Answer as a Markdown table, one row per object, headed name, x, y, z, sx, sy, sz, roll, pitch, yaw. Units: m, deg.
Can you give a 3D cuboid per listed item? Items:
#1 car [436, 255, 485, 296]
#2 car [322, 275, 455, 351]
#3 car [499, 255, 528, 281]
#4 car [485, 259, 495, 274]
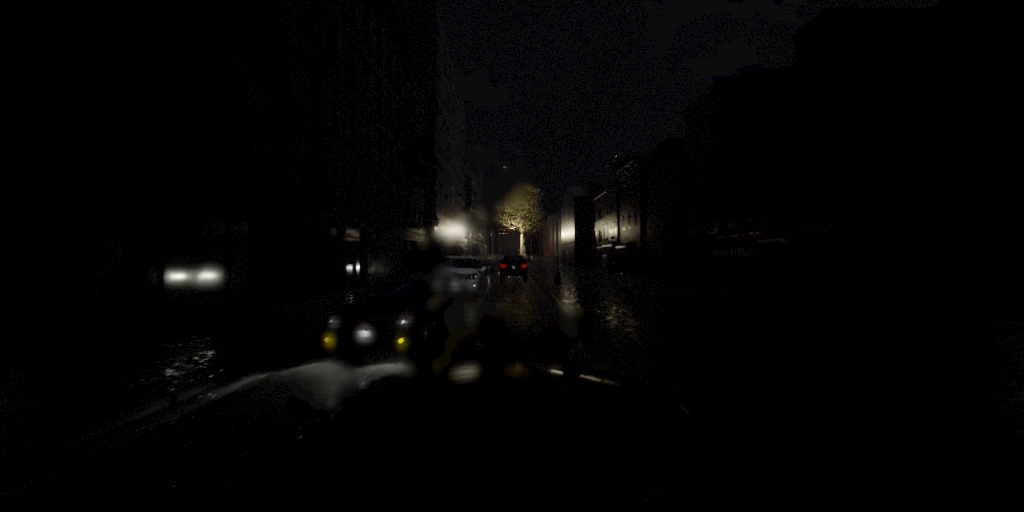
| name | x | y | z | sx | sy | sz | roll | pitch | yaw |
| --- | --- | --- | --- | --- | --- | --- | --- | --- | --- |
| car | -2.814 | 0.992 | 19.825 | 2.150 | 2.045 | 5.566 | 0 | 0 | -3 |
| car | -2.839 | 1.339 | 8.943 | 1.994 | 1.385 | 4.181 | 0 | 0 | 0 |
| car | 0.110 | 0.908 | 29.640 | 2.150 | 2.045 | 5.566 | 0 | 1 | 0 |
| car | -2.839 | 1.049 | 37.518 | 2.128 | 1.511 | 4.902 | 0 | 1 | 0 |
